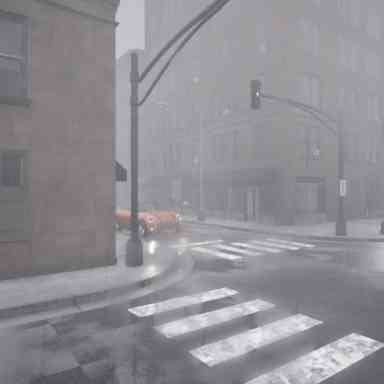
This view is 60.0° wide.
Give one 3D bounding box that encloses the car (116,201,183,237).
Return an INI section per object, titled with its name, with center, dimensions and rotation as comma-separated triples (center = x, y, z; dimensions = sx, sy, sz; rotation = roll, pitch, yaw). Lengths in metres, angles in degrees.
[car]
center = -2.372, 1.263, 17.511
dimensions = 2.097, 1.767, 4.553
rotation = 0, 0, -35
